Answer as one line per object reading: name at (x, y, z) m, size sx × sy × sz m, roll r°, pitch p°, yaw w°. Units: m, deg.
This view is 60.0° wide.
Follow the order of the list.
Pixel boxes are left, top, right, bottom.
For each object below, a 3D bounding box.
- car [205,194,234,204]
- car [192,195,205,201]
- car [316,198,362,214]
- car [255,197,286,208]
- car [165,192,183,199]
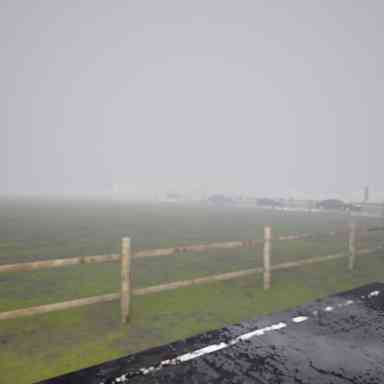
car at (4.719, 1.144, 53.357) m, size 1.882 × 1.535 × 5.008 m, roll 1°, pitch 0°, yaw -35°
car at (2.039, 1.150, 63.464) m, size 1.895 × 1.301 × 4.718 m, roll 1°, pitch 0°, yaw -36°
car at (16.322, 1.505, 37.067) m, size 1.882 × 1.535 × 5.008 m, roll 1°, pitch 0°, yaw -35°
car at (10.609, 1.413, 45.101) m, size 1.994 × 1.385 × 4.181 m, roll 1°, pitch 0°, yaw -34°
car at (-3.877, 0.873, 71.598) m, size 1.837 × 1.490 × 4.892 m, roll 1°, pitch 0°, yaw -36°
